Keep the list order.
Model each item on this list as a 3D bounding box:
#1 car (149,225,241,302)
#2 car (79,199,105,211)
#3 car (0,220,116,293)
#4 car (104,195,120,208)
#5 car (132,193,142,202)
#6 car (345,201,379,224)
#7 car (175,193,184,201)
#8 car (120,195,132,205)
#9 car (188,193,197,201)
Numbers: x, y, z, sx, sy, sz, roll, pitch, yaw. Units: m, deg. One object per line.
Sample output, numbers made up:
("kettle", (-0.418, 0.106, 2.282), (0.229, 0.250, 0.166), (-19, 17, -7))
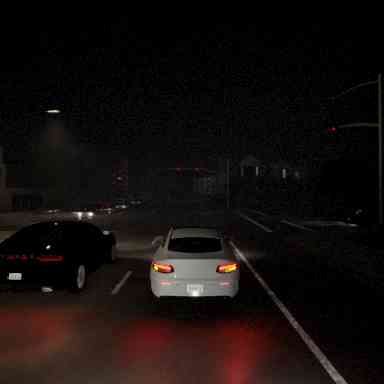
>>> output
("car", (0.071, 1.540, 8.158), (1.812, 1.442, 4.674), (0, 0, 0))
("car", (-14.080, 1.977, 46.195), (1.895, 1.301, 4.718), (0, -1, 0))
("car", (-3.425, 1.498, 8.945), (1.882, 1.535, 5.008), (0, 0, 0))
("car", (-14.056, 1.784, 55.462), (2.097, 1.767, 4.553), (0, 0, 0))
("car", (-13.957, 1.401, 84.476), (2.150, 2.045, 5.566), (0, 0, 0))
("car", (14.262, 1.490, 25.471), (4.553, 1.767, 2.097), (0, -1, 0))
("car", (-3.455, 1.417, 88.985), (2.150, 2.045, 5.566), (0, 0, 0))
("car", (-13.982, 1.587, 66.329), (2.150, 2.045, 5.566), (0, 0, 0))
("car", (0.045, 1.413, 89.285), (2.150, 2.045, 5.566), (0, -1, 0))
